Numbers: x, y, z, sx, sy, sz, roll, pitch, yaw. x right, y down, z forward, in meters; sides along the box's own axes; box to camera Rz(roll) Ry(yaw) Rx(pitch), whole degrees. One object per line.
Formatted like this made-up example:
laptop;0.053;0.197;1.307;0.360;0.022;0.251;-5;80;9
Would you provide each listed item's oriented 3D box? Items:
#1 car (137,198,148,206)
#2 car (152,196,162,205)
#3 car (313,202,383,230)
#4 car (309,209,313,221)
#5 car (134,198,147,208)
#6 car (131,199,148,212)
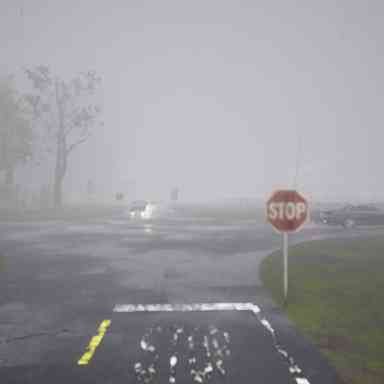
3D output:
car;-9.393;1.905;62.959;1.895;1.301;4.718;0;0;-7
car;-7.139;1.679;67.893;2.097;1.767;4.553;0;0;-7
car;10.460;1.498;20.676;4.892;1.490;1.837;0;-2;-10
car;10.792;1.501;24.487;4.892;1.490;1.837;0;0;-4
car;-8.184;1.779;53.059;1.812;1.442;4.674;0;0;-7
car;-6.925;1.751;43.278;2.033;1.411;5.357;0;0;-7
